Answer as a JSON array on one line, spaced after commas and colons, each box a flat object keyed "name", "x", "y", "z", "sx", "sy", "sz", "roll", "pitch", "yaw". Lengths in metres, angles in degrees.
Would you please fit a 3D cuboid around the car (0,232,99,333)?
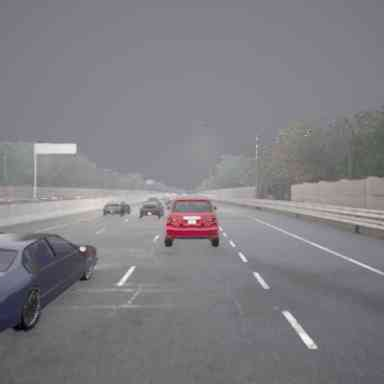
[{"name": "car", "x": -3.499, "y": 1.549, "z": 6.785, "sx": 2.033, "sy": 1.411, "sz": 5.357, "roll": 0, "pitch": 0, "yaw": 0}]

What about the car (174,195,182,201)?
[{"name": "car", "x": -3.476, "y": 1.575, "z": 84.164, "sx": 1.812, "sy": 1.442, "sz": 4.674, "roll": 0, "pitch": 0, "yaw": 0}]

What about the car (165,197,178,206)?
[{"name": "car", "x": -3.484, "y": 1.628, "z": 56.925, "sx": 1.895, "sy": 1.301, "sz": 4.718, "roll": 0, "pitch": 0, "yaw": 0}]

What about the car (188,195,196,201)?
[{"name": "car", "x": 0.025, "y": 1.532, "z": 87.549, "sx": 1.882, "sy": 1.535, "sz": 5.008, "roll": 0, "pitch": 0, "yaw": 0}]

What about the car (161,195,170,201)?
[{"name": "car", "x": -6.975, "y": 1.608, "z": 88.448, "sx": 1.994, "sy": 1.385, "sz": 4.181, "roll": 0, "pitch": 0, "yaw": 0}]

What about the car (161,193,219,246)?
[{"name": "car", "x": 0.003, "y": 1.226, "z": 15.322, "sx": 2.150, "sy": 2.045, "sz": 5.566, "roll": 0, "pitch": 0, "yaw": 0}]

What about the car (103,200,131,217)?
[{"name": "car", "x": -6.992, "y": 1.502, "z": 31.466, "sx": 2.128, "sy": 1.511, "sz": 4.902, "roll": 0, "pitch": 0, "yaw": 0}]

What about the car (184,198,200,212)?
[{"name": "car", "x": 0.011, "y": 1.541, "z": 40.745, "sx": 1.812, "sy": 1.442, "sz": 4.674, "roll": 0, "pitch": 0, "yaw": 0}]

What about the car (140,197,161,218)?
[{"name": "car", "x": -3.492, "y": 1.516, "z": 29.736, "sx": 1.837, "sy": 1.490, "sz": 4.892, "roll": 0, "pitch": 0, "yaw": 0}]
